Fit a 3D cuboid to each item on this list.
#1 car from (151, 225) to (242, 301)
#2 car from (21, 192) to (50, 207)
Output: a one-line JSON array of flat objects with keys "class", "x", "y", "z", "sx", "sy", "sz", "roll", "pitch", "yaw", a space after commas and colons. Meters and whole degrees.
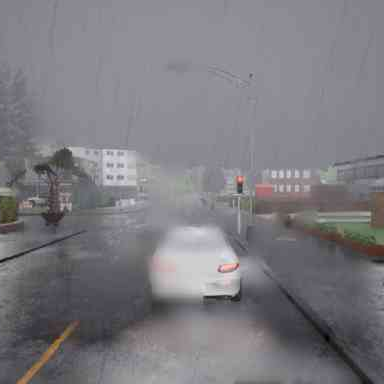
[{"class": "car", "x": 0.082, "y": 1.526, "z": 8.170, "sx": 1.812, "sy": 1.442, "sz": 4.674, "roll": 0, "pitch": 0, "yaw": 0}, {"class": "car", "x": -19.838, "y": 0.986, "z": 42.815, "sx": 1.905, "sy": 1.878, "sz": 3.866, "roll": 0, "pitch": 0, "yaw": 35}]
